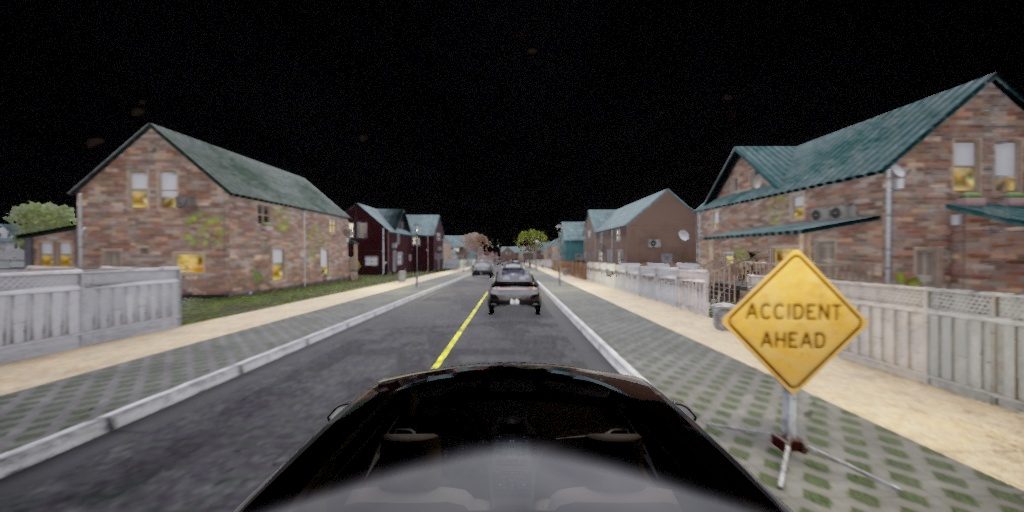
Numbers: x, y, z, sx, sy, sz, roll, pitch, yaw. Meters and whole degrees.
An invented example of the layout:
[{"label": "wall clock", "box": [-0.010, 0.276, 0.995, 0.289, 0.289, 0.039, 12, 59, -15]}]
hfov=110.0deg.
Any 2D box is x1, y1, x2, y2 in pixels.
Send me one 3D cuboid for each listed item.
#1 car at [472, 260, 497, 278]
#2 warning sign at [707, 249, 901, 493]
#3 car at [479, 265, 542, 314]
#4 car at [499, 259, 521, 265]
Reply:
[{"label": "car", "box": [-2.855, 1.336, 35.620, 1.882, 1.535, 5.008, 0, 0, 0]}, {"label": "warning sign", "box": [2.517, 0.868, 3.264, 1.300, 1.860, 1.060, 0, 0, 0]}, {"label": "car", "box": [0.088, 1.268, 13.862, 2.128, 1.511, 4.902, 0, 0, 0]}, {"label": "car", "box": [0.085, 1.314, 30.842, 1.882, 1.535, 5.008, 0, 0, 0]}]
